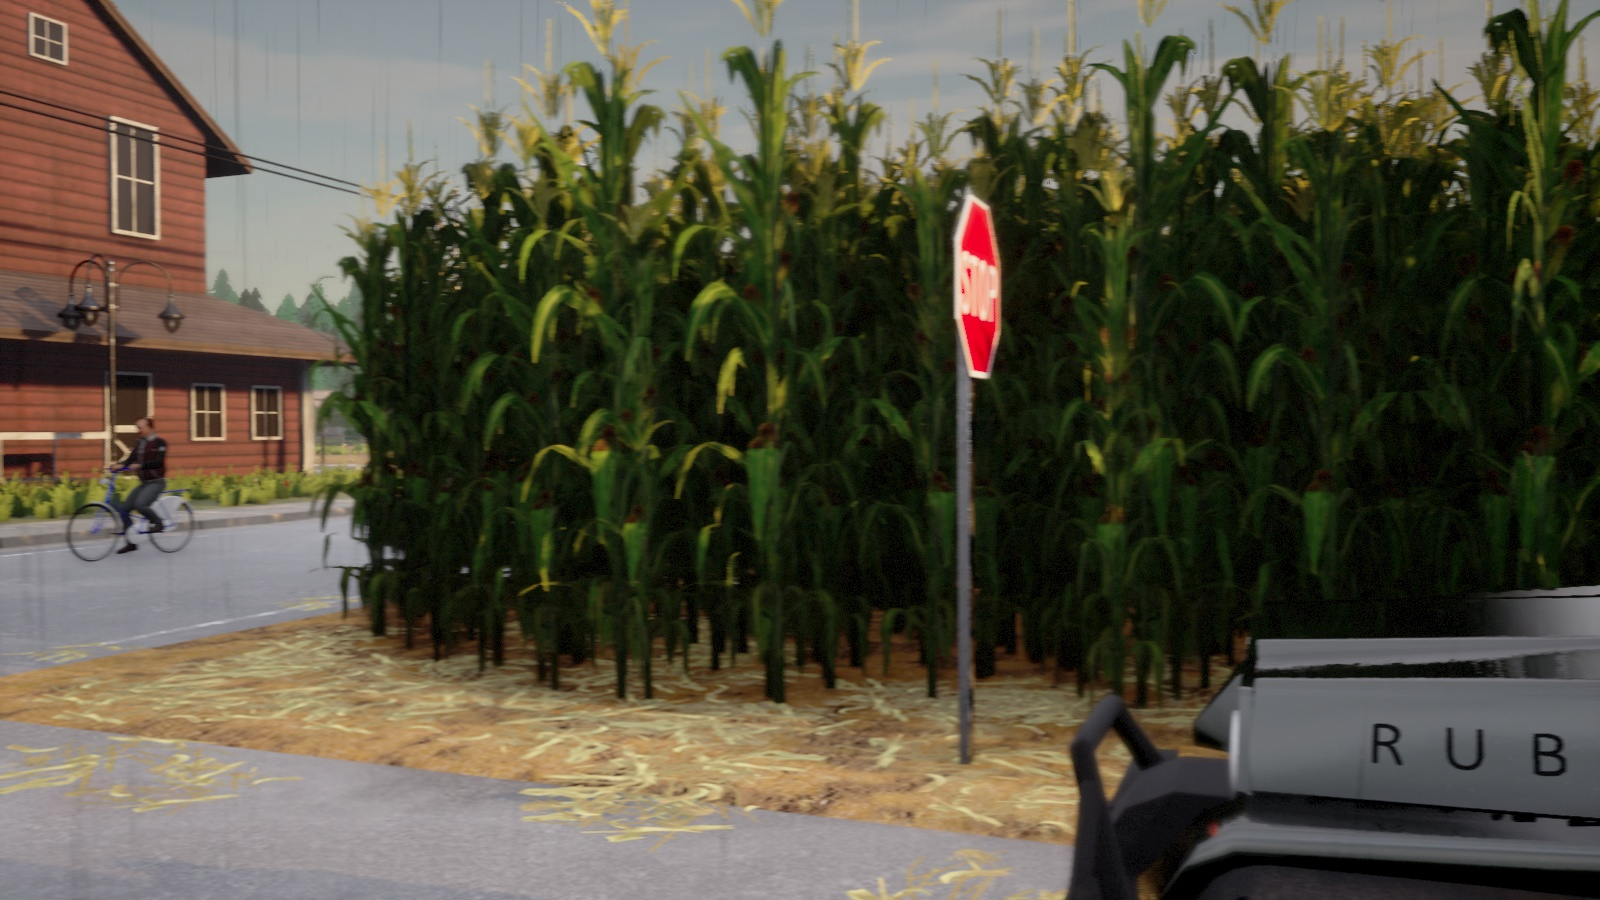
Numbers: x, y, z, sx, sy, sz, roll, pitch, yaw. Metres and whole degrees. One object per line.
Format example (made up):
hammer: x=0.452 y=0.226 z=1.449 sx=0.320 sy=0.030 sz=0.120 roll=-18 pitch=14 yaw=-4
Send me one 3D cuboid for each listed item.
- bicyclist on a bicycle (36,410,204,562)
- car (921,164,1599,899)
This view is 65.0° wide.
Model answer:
bicyclist on a bicycle: x=-8.432 y=0.407 z=15.665 sx=0.659 sy=1.776 sz=1.843 roll=1 pitch=1 yaw=21
car: x=2.321 y=0.598 z=1.984 sx=3.866 sy=1.878 sz=1.905 roll=1 pitch=1 yaw=21
